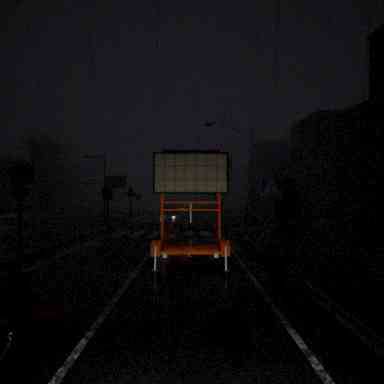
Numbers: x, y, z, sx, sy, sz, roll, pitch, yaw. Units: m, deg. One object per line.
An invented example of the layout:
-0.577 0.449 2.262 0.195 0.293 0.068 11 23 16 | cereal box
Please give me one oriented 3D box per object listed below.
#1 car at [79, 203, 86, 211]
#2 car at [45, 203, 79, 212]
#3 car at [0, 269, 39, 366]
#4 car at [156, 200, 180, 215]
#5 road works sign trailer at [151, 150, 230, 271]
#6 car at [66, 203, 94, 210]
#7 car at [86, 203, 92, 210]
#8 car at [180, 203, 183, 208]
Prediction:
-21.884 2.627 58.617 4.892 1.521 2.231 0 -1 0 | car
-21.895 2.585 55.341 4.674 1.452 2.002 0 -1 0 | car
-3.350 1.552 2.980 2.033 1.411 5.357 0 0 0 | car
-3.307 2.108 46.634 2.150 2.045 5.566 0 -1 0 | car
-0.038 0.451 10.772 2.380 3.560 2.880 0 -1 0 | road works sign trailer
-21.870 2.823 65.036 4.674 1.452 2.002 0 -1 0 | car
-21.887 2.706 61.889 5.008 1.535 2.097 0 -1 0 | car
-3.141 3.319 81.019 1.895 1.301 4.718 0 -1 0 | car
